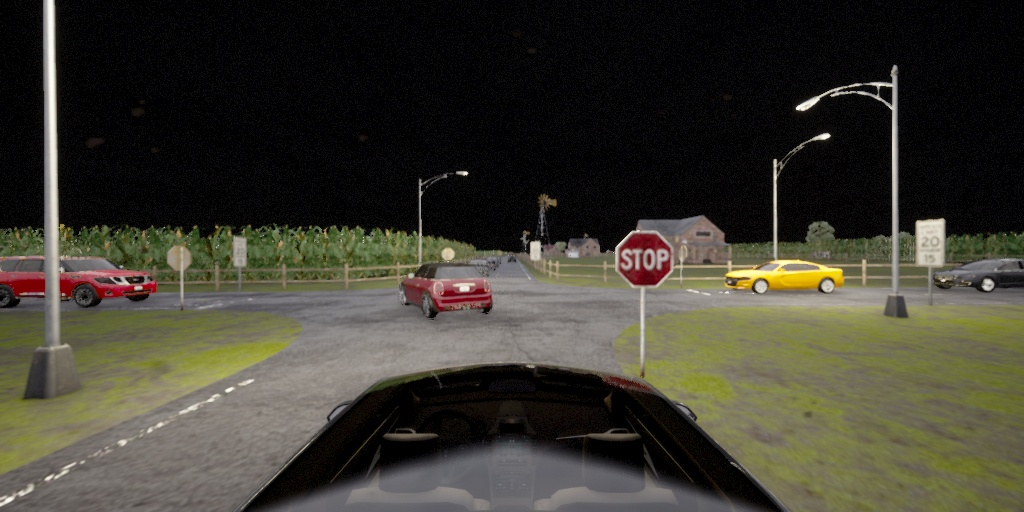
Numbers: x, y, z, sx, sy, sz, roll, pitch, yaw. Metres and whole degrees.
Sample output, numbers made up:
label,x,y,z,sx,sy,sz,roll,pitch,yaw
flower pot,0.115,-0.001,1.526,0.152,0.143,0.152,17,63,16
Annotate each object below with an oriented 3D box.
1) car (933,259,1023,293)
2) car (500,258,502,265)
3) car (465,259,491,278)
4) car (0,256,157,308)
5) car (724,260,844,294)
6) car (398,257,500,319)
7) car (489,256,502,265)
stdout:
label,x,y,z,sx,sy,sz,roll,pitch,yaw
car,23.067,0.901,17.133,4.892,1.490,1.837,-1,0,1
car,-2.792,0.831,50.558,1.837,1.490,4.892,0,0,0
car,-2.792,0.997,30.582,1.837,1.490,4.892,0,0,-1
car,-18.265,0.998,14.928,5.566,2.045,2.150,-1,0,1
car,12.965,0.962,17.281,5.008,1.535,1.882,-1,0,0
car,-2.518,1.001,12.732,2.097,1.767,4.553,-1,1,-30
car,-2.714,0.791,60.786,2.033,1.411,5.357,0,0,0
